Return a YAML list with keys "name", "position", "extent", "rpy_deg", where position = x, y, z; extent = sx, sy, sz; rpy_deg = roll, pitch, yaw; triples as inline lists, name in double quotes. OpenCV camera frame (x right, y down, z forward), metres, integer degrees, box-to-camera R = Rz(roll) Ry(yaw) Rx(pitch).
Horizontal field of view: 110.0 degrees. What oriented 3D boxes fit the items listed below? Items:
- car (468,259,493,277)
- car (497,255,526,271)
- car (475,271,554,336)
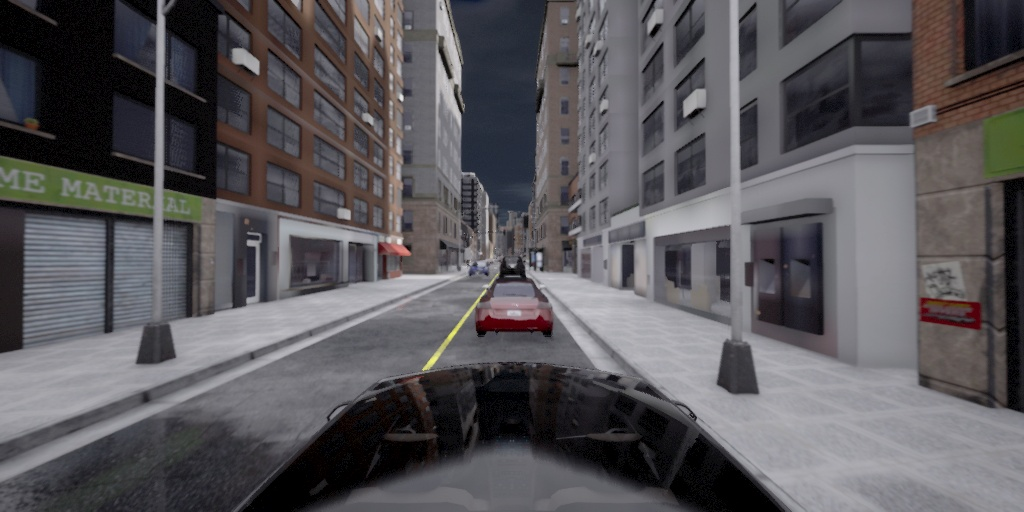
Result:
- name: "car"
  position: [-3.153, 1.267, 35.122]
  extent: [1.812, 1.442, 4.674]
  rpy_deg: [0, 0, 0]
- name: "car"
  position: [0.045, 0.961, 31.777]
  extent: [2.150, 2.045, 5.566]
  rpy_deg: [0, 0, 0]
- name: "car"
  position: [0.059, 1.307, 10.410]
  extent: [1.994, 1.385, 4.181]
  rpy_deg: [0, 0, 0]
